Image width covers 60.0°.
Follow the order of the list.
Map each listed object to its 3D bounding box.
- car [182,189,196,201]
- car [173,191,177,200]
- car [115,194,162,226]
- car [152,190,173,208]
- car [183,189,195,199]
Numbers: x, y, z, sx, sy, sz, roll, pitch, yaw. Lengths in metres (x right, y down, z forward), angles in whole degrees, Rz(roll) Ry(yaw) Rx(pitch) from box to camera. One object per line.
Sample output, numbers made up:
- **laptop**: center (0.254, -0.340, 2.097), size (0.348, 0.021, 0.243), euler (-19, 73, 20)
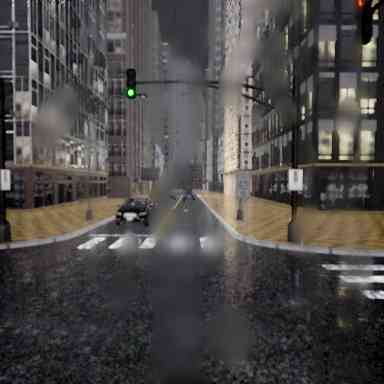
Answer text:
- **car**: center (-0.450, 0.612, 51.022), size (1.812, 1.442, 4.674), euler (0, 1, -1)
- **car**: center (-3.486, 0.569, 54.434), size (2.033, 1.411, 5.357), euler (0, 1, 0)
- **car**: center (-3.293, 1.112, 20.100), size (2.128, 1.511, 4.902), euler (0, 1, 0)
- **car**: center (-3.395, 0.719, 34.498), size (2.097, 1.767, 4.553), euler (0, 1, 0)
- **car**: center (-0.538, 0.269, 61.005), size (2.097, 1.767, 4.553), euler (0, 1, -1)
